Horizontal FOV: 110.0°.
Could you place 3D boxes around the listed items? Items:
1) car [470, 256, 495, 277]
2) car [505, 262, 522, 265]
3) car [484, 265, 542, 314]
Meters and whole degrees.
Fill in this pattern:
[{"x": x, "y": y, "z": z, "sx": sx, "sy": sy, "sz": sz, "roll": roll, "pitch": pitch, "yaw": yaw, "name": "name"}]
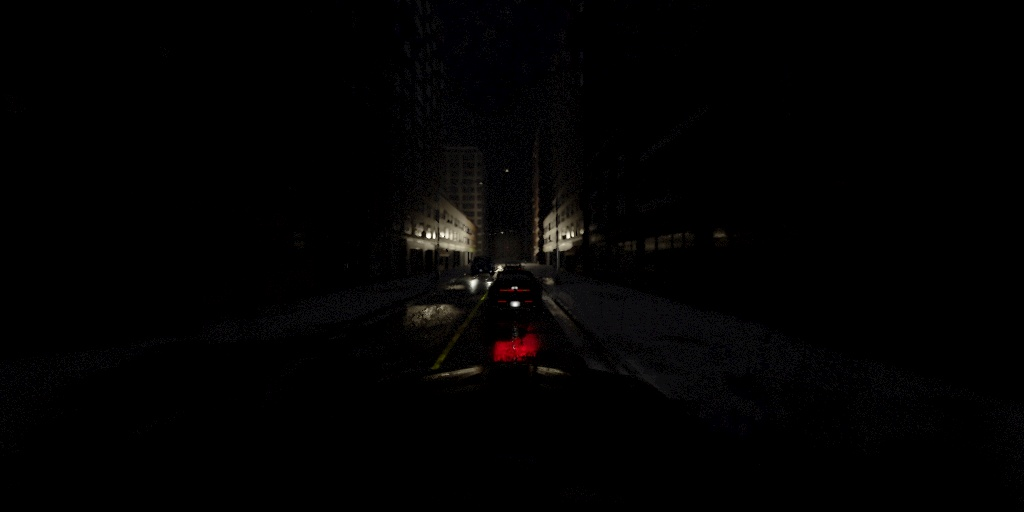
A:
[{"x": -2.843, "y": 0.988, "z": 35.506, "sx": 2.150, "sy": 2.045, "sz": 5.566, "roll": 0, "pitch": 0, "yaw": 0, "name": "car"}, {"x": 0.104, "y": 1.255, "z": 31.057, "sx": 2.128, "sy": 1.511, "sz": 4.902, "roll": 0, "pitch": 0, "yaw": 0, "name": "car"}, {"x": 0.103, "y": 1.258, "z": 13.719, "sx": 1.837, "sy": 1.490, "sz": 4.892, "roll": 0, "pitch": 0, "yaw": 0, "name": "car"}]
